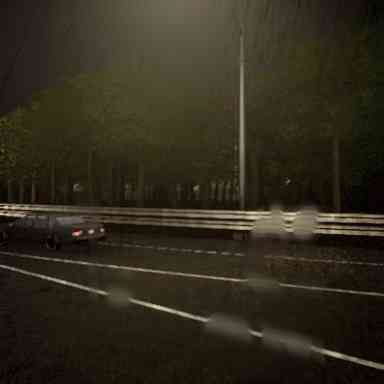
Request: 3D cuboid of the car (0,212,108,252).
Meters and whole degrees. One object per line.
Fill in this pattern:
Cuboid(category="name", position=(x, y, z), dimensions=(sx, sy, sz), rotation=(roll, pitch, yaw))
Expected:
Cuboid(category="car", position=(-6.066, 1.564, 13.889), dimensions=(5.357, 1.411, 2.033), rotation=(0, 0, 28))
